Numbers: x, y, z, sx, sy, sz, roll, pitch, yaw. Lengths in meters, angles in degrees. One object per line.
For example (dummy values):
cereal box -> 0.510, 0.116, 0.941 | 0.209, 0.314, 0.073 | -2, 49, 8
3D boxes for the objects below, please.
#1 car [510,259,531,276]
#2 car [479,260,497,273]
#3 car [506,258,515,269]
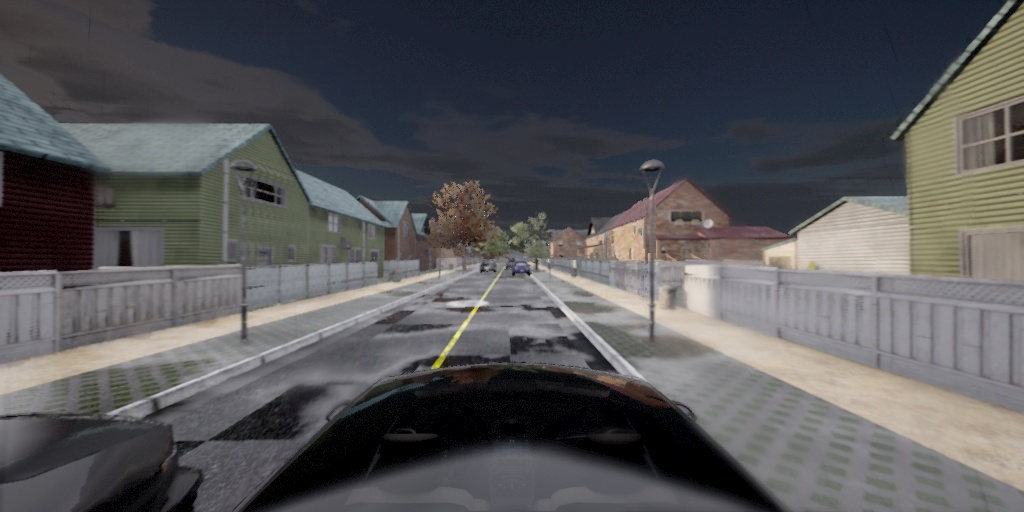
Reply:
car -> 0.963, 1.294, 37.310 | 1.812, 1.442, 4.674 | 0, 0, 0
car -> -2.829, 1.266, 43.120 | 2.128, 1.511, 4.902 | 0, 0, 0
car -> 0.001, 1.278, 56.448 | 2.128, 1.511, 4.902 | 0, 0, 0
